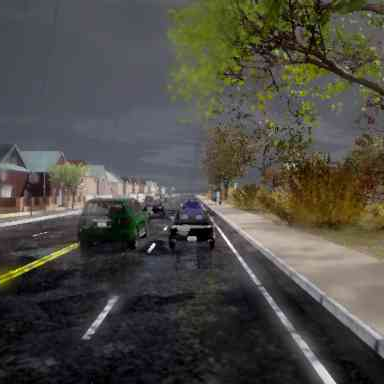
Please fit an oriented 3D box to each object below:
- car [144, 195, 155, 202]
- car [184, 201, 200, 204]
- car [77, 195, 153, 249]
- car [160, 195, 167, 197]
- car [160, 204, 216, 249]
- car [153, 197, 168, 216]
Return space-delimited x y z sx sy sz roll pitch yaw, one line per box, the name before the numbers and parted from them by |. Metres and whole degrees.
car | -9.749 1.501 75.958 1.882 1.535 5.008 0 0 0
car | 0.000 1.496 29.650 1.882 1.535 5.008 0 0 0
car | -3.250 1.261 14.680 2.150 2.045 5.566 0 0 0
car | -6.498 1.548 75.958 2.128 1.511 4.902 0 0 0
car | 0.000 1.498 14.650 2.128 1.511 4.902 0 0 0
car | -3.250 1.507 29.651 2.128 1.511 4.902 0 0 0
